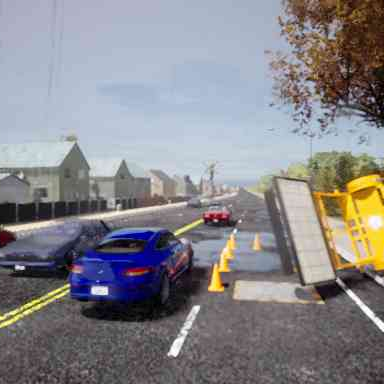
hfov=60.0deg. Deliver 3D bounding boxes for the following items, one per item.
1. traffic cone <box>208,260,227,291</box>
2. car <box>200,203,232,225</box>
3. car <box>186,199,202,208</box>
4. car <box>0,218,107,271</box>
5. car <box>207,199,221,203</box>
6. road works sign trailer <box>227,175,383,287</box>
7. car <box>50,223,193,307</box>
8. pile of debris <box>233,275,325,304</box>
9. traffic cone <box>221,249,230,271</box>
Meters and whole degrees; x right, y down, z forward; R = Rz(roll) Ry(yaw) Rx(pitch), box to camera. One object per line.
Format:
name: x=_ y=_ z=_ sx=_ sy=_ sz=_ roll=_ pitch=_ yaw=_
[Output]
traffic cone: x=0.576 y=1.999 z=7.881 sx=0.340 sy=0.580 sz=0.340 roll=0 pitch=0 yaw=11
car: x=2.078 y=1.734 z=25.592 sx=1.895 sy=1.301 sz=4.718 roll=0 pitch=0 yaw=11
car: x=0.416 y=1.812 z=53.179 sx=2.033 sy=1.411 sz=5.357 roll=0 pitch=0 yaw=11
car: x=-4.074 y=1.627 z=11.430 sx=2.033 sy=1.411 sz=5.357 roll=0 pitch=0 yaw=11
car: x=3.540 y=1.796 z=52.216 sx=2.033 sy=1.411 sz=5.357 roll=0 pitch=0 yaw=11
road works sign trailer: x=3.182 y=0.963 z=8.217 sx=3.560 sy=2.380 sz=2.880 roll=5 pitch=-23 yaw=-39
car: x=-1.187 y=1.577 z=8.091 sx=1.812 sy=1.442 sz=4.674 roll=0 pitch=0 yaw=11
pile of debris: x=1.916 y=2.203 z=7.643 sx=1.860 sy=0.140 sz=1.500 roll=0 pitch=0 yaw=10
traffic cone: x=0.942 y=2.009 z=9.847 sx=0.340 sy=0.580 sz=0.340 roll=0 pitch=0 yaw=11
